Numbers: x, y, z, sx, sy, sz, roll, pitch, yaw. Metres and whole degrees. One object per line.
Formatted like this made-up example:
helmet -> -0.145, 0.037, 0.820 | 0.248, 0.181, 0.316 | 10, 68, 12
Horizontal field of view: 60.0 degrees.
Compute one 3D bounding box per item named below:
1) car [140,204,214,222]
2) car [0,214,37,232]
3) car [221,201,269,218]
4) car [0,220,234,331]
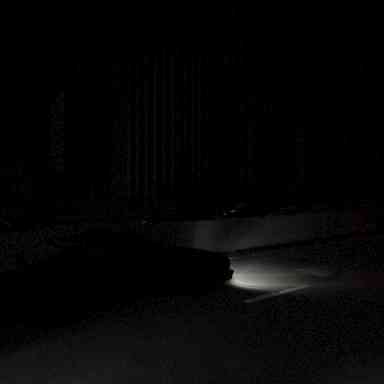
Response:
car -> -0.847, 1.511, 20.565 | 4.892, 1.490, 1.837 | 0, 0, -35
car -> -7.864, 1.504, 11.278 | 4.892, 1.490, 1.837 | 0, 0, -35
car -> 4.639, 1.537, 28.698 | 4.674, 1.442, 1.812 | 0, 0, -35
car -> -1.641, 1.549, 6.875 | 5.357, 1.411, 2.033 | 0, 0, -35
